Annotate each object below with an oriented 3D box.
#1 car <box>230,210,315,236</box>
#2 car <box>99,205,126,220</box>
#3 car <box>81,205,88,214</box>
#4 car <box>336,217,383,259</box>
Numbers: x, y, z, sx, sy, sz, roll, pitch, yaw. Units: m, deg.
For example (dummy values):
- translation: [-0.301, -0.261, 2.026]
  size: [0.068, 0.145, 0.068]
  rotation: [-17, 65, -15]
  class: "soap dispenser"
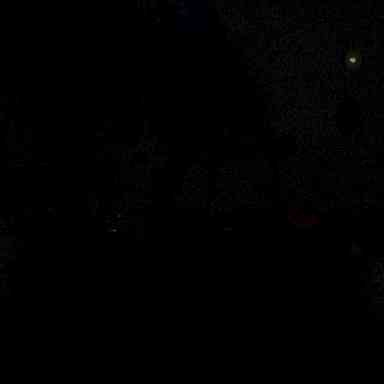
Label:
- translation: [4.711, 1.791, 20.155]
  size: [2.033, 1.411, 5.357]
  rotation: [0, -1, -35]
  class: "car"
- translation: [-8.260, 2.067, 33.483]
  size: [2.128, 1.511, 4.902]
  rotation: [0, -1, -35]
  class: "car"
- translation: [-14.285, 2.441, 47.157]
  size: [1.994, 1.385, 4.181]
  rotation: [0, -1, -35]
  class: "car"
- translation: [7.427, 1.579, 11.169]
  size: [1.882, 1.535, 5.008]
  rotation: [0, -1, -35]
  class: "car"
